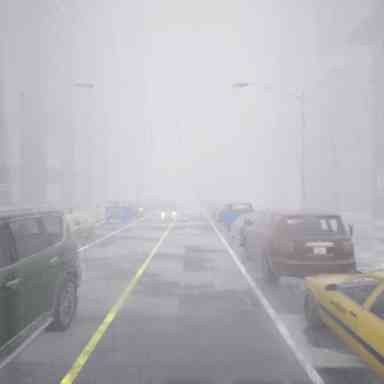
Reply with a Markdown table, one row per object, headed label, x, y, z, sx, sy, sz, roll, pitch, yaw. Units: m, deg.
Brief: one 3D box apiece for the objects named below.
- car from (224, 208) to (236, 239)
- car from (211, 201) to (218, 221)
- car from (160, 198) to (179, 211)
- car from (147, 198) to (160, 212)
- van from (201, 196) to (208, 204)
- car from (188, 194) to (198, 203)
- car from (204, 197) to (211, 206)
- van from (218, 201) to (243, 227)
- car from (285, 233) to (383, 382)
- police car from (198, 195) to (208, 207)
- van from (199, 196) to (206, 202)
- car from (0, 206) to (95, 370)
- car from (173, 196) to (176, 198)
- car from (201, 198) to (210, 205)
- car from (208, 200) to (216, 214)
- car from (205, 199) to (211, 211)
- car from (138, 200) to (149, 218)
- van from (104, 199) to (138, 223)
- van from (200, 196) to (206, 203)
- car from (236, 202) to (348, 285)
| label | x | y | z | sx | sy | sz | roll | pitch | yaw |
| --- | --- | --- | --- | --- | --- | --- | --- | --- | --- |
| car | 2.784 | 1.635 | 15.218 | 2.008 | 1.369 | 4.403 | 0 | 0 | 0 |
| car | 2.800 | 1.691 | 26.454 | 1.887 | 1.381 | 4.507 | 0 | 0 | 0 |
| car | -3.027 | 1.849 | 44.546 | 1.895 | 1.301 | 4.718 | 0 | 0 | 0 |
| car | -5.701 | 1.792 | 43.311 | 2.008 | 1.369 | 4.403 | 0 | 0 | 0 |
| van | 2.872 | 1.787 | 77.020 | 1.690 | 1.788 | 3.998 | 0 | 0 | 0 |
| car | 0.109 | 1.814 | 76.089 | 1.812 | 1.442 | 4.674 | 0 | 0 | 0 |
| car | 2.824 | 1.768 | 43.479 | 1.752 | 1.417 | 4.829 | 0 | 0 | 0 |
| van | 2.792 | 1.457 | 20.837 | 1.690 | 1.788 | 3.998 | 0 | 0 | 0 |
| car | 2.768 | 1.549 | 4.151 | 1.752 | 1.417 | 4.829 | 0 | 0 | 0 |
| police car | 2.450 | 1.757 | 58.710 | 1.930 | 1.638 | 5.238 | 0 | 0 | 0 |
| van | 2.896 | 1.895 | 93.875 | 1.690 | 1.788 | 3.998 | 0 | 0 | 0 |
| car | -3.095 | 1.244 | 3.946 | 2.150 | 2.045 | 5.566 | 0 | 0 | 0 |
| car | -5.645 | 2.047 | 82.642 | 1.947 | 1.339 | 4.313 | 0 | 0 | 0 |
| car | 2.864 | 1.955 | 71.400 | 1.887 | 1.381 | 4.507 | 0 | 0 | 0 |
| car | 2.808 | 1.722 | 32.072 | 1.887 | 1.381 | 4.507 | 0 | 0 | 0 |
| car | 2.816 | 1.760 | 37.685 | 2.008 | 1.369 | 4.403 | 0 | 0 | 0 |
| car | -5.717 | 1.728 | 32.074 | 2.008 | 1.369 | 4.403 | 0 | 0 | 0 |
| van | -5.725 | 1.487 | 26.456 | 1.690 | 1.788 | 3.998 | 0 | 0 | 0 |
| van | 2.888 | 1.858 | 88.256 | 1.690 | 1.788 | 3.998 | 0 | 0 | 0 |
| car | 2.776 | 1.369 | 9.600 | 2.192 | 1.841 | 5.009 | 0 | 0 | 0 |
